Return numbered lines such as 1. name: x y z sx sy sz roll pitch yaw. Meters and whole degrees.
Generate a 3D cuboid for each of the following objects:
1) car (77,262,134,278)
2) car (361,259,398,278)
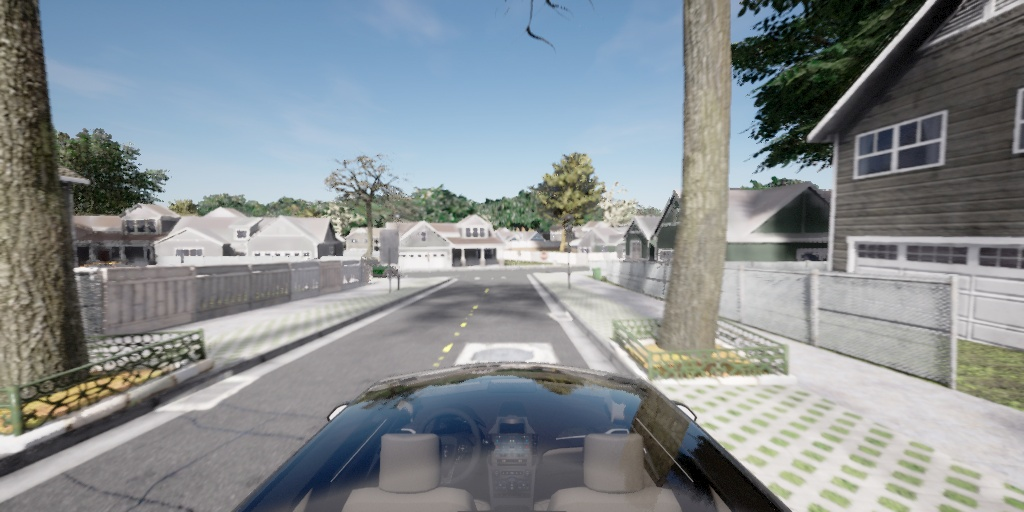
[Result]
1. car: -30.843 1.218 27.739 5.008 1.535 1.882 0 3 -12
2. car: -12.594 1.074 32.532 4.553 1.767 2.097 -1 4 -21
